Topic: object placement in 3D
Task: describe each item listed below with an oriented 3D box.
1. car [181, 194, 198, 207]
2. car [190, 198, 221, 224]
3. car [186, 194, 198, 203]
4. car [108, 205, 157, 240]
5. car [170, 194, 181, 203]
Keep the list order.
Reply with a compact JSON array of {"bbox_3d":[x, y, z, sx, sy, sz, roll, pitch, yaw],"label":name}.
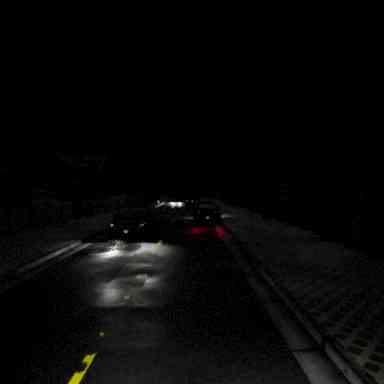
[{"bbox_3d":[0.050,1.235,43.853,2.033,1.411,5.357,0,0,1],"label":"car"},{"bbox_3d":[0.974,1.369,22.852,1.812,1.442,4.674,0,0,0],"label":"car"},{"bbox_3d":[0.032,1.096,60.871,2.128,1.511,4.902,0,0,0],"label":"car"},{"bbox_3d":[-2.841,1.415,16.601,1.812,1.442,4.674,0,0,0],"label":"car"},{"bbox_3d":[-2.761,1.100,59.642,2.128,1.511,4.902,0,0,1],"label":"car"}]
